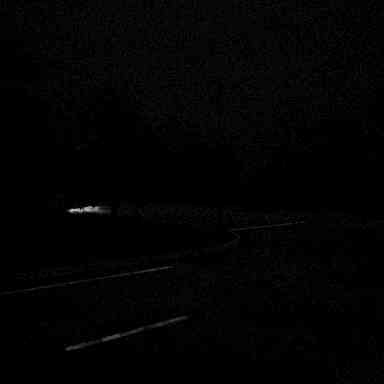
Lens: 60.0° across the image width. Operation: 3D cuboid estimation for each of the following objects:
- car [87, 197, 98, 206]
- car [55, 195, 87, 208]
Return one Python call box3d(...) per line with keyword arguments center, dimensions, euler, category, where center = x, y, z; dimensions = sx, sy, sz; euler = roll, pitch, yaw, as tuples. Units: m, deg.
box3d(center=(-15.916, 1.464, 49.845), dimensions=(2.033, 1.411, 5.357), euler=(-1, 0, -38), category="car")
box3d(center=(-16.419, 1.432, 44.848), dimensions=(2.128, 1.511, 4.902), euler=(-1, 0, -38), category="car")
